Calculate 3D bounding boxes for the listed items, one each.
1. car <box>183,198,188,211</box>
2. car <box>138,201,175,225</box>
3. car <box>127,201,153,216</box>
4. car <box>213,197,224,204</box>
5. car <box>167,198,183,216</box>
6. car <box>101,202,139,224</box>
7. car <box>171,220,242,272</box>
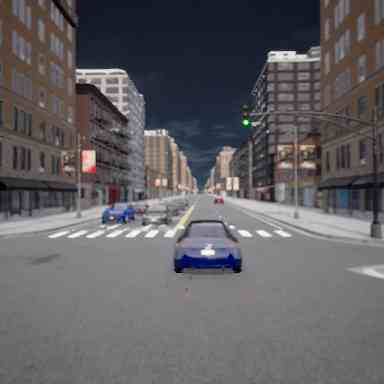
[{"bbox_3d":[-1.931,1.666,44.155,1.837,1.490,4.892,0,0,2],"label":"car"},{"bbox_3d":[-2.539,1.628,24.899,1.812,1.442,4.674,0,0,2],"label":"car"},{"bbox_3d":[-5.460,1.720,35.531,1.994,1.385,4.181,0,0,2],"label":"car"},{"bbox_3d":[5.328,1.662,66.307,1.882,1.535,5.008,0,0,2],"label":"car"},{"bbox_3d":[-2.252,1.636,34.147,1.837,1.490,4.892,0,0,2],"label":"car"},{"bbox_3d":[-5.732,1.607,26.573,1.882,1.535,5.008,0,0,2],"label":"car"},{"bbox_3d":[0.489,1.603,10.952,1.994,1.385,4.181,0,0,2],"label":"car"}]
